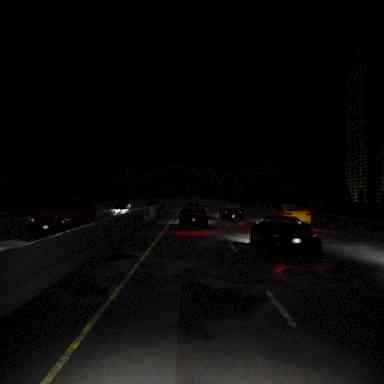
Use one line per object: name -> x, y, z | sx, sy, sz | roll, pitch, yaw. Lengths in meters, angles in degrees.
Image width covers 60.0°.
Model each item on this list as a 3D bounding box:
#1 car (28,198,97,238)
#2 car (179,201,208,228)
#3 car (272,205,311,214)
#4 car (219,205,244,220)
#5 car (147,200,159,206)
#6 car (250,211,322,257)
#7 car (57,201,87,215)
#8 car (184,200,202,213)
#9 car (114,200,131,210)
car -> -7.097, 1.364, 18.887 | 2.150, 2.045, 5.566 | 0, 0, 0
car -> 0.103, 1.656, 23.561 | 1.882, 1.535, 5.008 | 0, -1, 0
car -> 7.103, 1.662, 24.421 | 1.882, 1.535, 5.008 | 0, 0, 0
car -> 3.604, 1.838, 31.219 | 1.895, 1.301, 4.718 | 0, 0, 0
car -> -7.109, 2.069, 60.970 | 1.895, 1.301, 4.718 | 0, 0, 0
car -> 3.602, 1.663, 13.427 | 1.994, 1.385, 4.181 | 0, 0, 0
car -> -14.082, 1.826, 39.215 | 1.812, 1.442, 4.674 | 0, 0, 0
car -> 0.106, 1.811, 41.871 | 2.128, 1.511, 4.902 | 0, -1, 0
car -> -10.559, 1.955, 50.885 | 1.994, 1.385, 4.181 | 0, 0, 0
